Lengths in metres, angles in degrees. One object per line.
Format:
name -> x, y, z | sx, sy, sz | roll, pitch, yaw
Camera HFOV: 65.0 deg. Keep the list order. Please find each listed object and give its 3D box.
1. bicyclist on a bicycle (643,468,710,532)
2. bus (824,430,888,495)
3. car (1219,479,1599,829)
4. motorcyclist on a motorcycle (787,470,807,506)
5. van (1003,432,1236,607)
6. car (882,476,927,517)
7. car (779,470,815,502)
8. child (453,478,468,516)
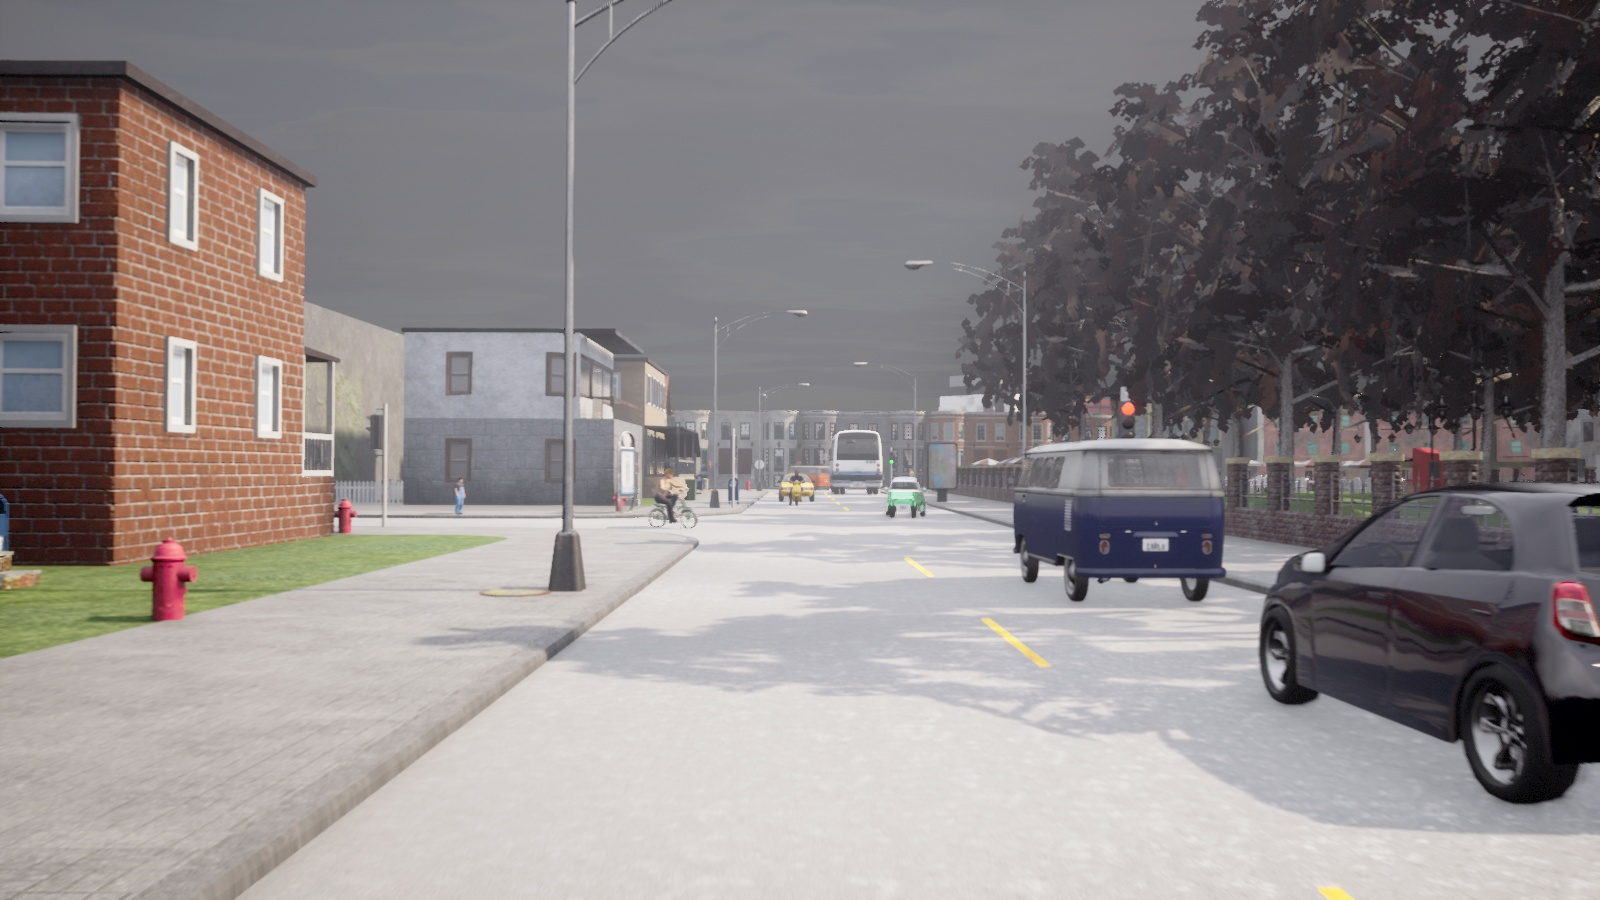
bicyclist on a bicycle -> -3.305, 1.329, 33.684 | 1.509, 1.612, 0.866 | -1, 3, 24
bus -> 3.780, 0.894, 87.742 | 3.944, 4.253, 10.273 | 0, -1, 0
car -> 4.048, 0.936, 7.354 | 1.845, 1.501, 3.633 | 0, -1, -2
motorcyclist on a motorcycle -> -0.137, 1.730, 57.358 | 0.866, 1.590, 1.817 | 0, -1, 0
van -> 4.024, 0.830, 16.609 | 1.775, 1.987, 4.442 | 0, -1, -2
car -> 3.626, 1.585, 43.535 | 1.481, 1.376, 2.207 | 0, -1, 7
car -> -0.162, 1.856, 65.735 | 1.801, 1.575, 5.366 | 0, -1, 0
child -> -11.134, 1.539, 41.199 | 0.437, 1.263, 0.270 | -1, -1, 33
